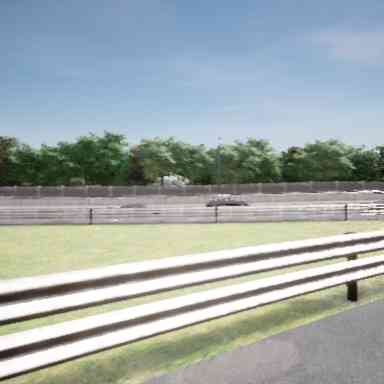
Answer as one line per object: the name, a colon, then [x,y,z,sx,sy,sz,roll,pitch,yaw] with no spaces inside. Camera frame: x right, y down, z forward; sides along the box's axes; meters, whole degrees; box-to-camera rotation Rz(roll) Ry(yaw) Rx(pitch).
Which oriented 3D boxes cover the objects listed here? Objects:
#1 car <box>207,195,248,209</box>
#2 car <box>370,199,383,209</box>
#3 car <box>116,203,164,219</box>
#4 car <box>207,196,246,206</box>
car: [4.077,1.166,38.894,4.674,1.442,1.812,-1,1,3]
car: [19.267,1.271,31.159,4.674,1.442,1.812,-2,1,3]
car: [-5.022,1.829,32.334,4.674,1.442,1.812,-1,1,3]
car: [3.910,1.244,35.399,4.902,1.511,2.128,-1,1,3]
